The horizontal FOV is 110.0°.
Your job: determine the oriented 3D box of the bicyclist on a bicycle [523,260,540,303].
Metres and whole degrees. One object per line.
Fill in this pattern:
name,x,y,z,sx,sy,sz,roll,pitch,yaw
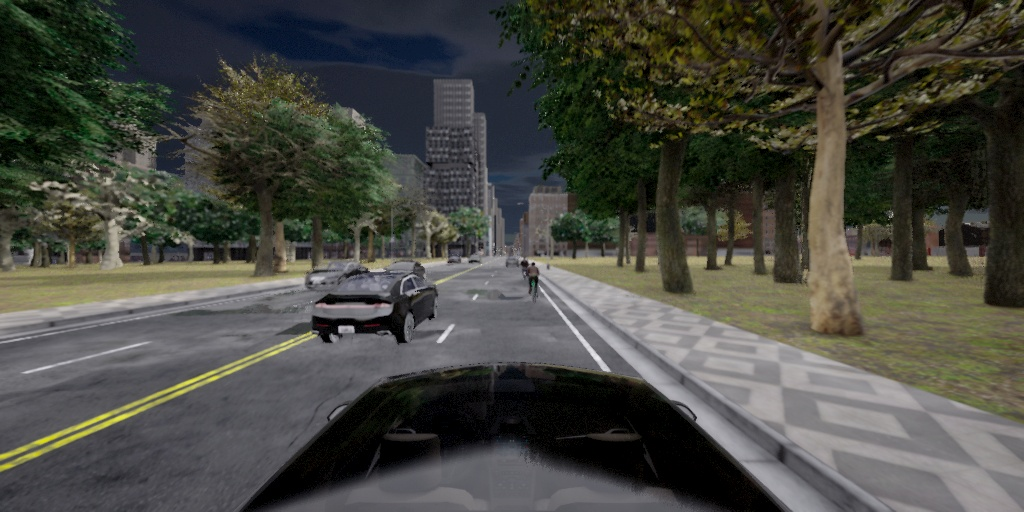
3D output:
bicyclist on a bicycle,0.877,1.068,14.615,0.582,1.620,1.656,0,0,0

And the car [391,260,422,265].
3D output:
car,-6.624,1.043,22.219,1.837,1.490,4.892,0,1,0

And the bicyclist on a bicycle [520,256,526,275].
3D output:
bicyclist on a bicycle,0.864,0.883,24.844,0.659,1.776,1.843,0,1,0

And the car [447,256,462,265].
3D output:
car,-9.855,0.746,61.712,2.033,1.411,5.357,0,0,1

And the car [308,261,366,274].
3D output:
car,-9.872,1.046,20.580,2.128,1.511,4.902,0,1,0

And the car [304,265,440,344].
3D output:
car,-3.159,1.162,9.254,2.128,1.511,4.902,0,1,0

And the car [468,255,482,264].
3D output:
car,-6.608,0.531,64.200,2.097,1.767,4.553,0,0,0

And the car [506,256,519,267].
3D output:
car,0.033,0.762,52.416,2.128,1.511,4.902,0,0,0
